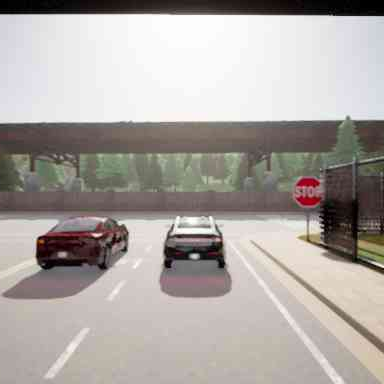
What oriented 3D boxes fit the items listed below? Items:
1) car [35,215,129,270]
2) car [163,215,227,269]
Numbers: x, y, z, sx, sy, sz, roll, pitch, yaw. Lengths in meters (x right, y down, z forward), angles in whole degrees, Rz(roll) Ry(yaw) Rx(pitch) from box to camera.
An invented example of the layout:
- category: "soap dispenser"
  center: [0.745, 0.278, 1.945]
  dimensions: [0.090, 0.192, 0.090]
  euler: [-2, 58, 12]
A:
- category: "car"
  center: [-3.422, 1.528, 11.289]
  dimensions: [1.882, 1.535, 5.008]
  euler: [0, -1, 0]
- category: "car"
  center: [0.079, 1.540, 11.359]
  dimensions: [2.128, 1.511, 4.902]
  euler: [0, -1, 0]
